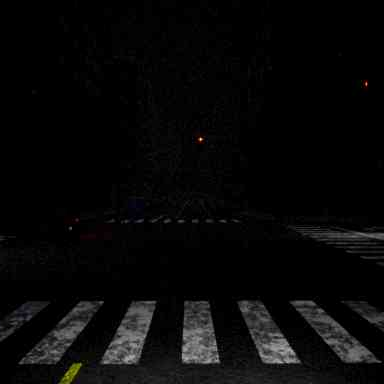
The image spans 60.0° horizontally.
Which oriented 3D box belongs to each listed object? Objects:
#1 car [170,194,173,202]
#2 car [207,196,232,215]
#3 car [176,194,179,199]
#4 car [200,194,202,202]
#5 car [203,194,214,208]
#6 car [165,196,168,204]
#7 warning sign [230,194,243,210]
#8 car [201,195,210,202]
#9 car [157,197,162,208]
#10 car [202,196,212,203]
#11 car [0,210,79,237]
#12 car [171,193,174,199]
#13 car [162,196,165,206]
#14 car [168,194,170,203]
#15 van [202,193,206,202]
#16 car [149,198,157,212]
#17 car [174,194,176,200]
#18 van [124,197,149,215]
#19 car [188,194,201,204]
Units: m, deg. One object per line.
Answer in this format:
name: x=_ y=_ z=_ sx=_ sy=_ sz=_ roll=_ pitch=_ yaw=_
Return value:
car: x=-5.520 y=1.582 z=67.428 sx=1.947 sy=1.339 sz=4.313 roll=0 pitch=0 yaw=0
car: x=2.833 y=1.450 z=33.378 sx=1.967 sy=1.590 sz=4.097 roll=0 pitch=0 yaw=0
car: x=-5.405 y=1.328 z=90.101 sx=2.192 sy=1.841 sz=5.009 roll=0 pitch=0 yaw=0
car: x=2.977 y=1.542 z=61.893 sx=1.752 sy=1.417 sz=4.829 roll=0 pitch=0 yaw=0
car: x=2.890 y=1.454 z=44.716 sx=1.967 sy=1.590 sz=4.097 roll=0 pitch=0 yaw=0
car: x=-5.578 y=1.582 z=56.092 sx=1.947 sy=1.339 sz=4.313 roll=0 pitch=0 yaw=0
warning sign: x=5.264 y=1.127 z=39.360 sx=1.300 sy=1.860 sz=1.060 roll=0 pitch=0 yaw=0
car: x=3.063 y=1.455 z=78.731 sx=1.967 sy=1.590 sz=4.097 roll=0 pitch=0 yaw=0
car: x=-5.635 y=1.579 z=44.755 sx=1.947 sy=1.339 sz=4.313 roll=0 pitch=0 yaw=0
car: x=3.005 y=1.567 z=67.393 sx=2.008 sy=1.369 sz=4.403 roll=0 pitch=0 yaw=0
car: x=-8.530 y=1.596 z=17.352 sx=4.718 sy=1.301 sz=1.895 roll=0 pitch=0 yaw=0
car: x=-5.491 y=1.560 z=73.096 sx=1.887 sy=1.381 sz=4.507 roll=0 pitch=0 yaw=0
car: x=-5.607 y=1.597 z=50.424 sx=1.802 sy=1.307 sz=4.206 roll=0 pitch=0 yaw=0
car: x=-5.550 y=1.542 z=61.590 sx=1.752 sy=1.417 sz=4.829 roll=0 pitch=0 yaw=0
van: x=2.947 y=1.357 z=56.054 sx=1.690 sy=1.788 sz=3.998 roll=0 pitch=0 yaw=0
car: x=-5.664 y=1.452 z=39.087 sx=1.967 sy=1.590 sz=4.097 roll=0 pitch=0 yaw=0
car: x=-5.464 y=1.540 z=78.594 sx=1.752 sy=1.417 sz=4.829 roll=0 pitch=0 yaw=0
van: x=-5.693 y=1.351 z=33.419 sx=1.690 sy=1.788 sz=3.998 roll=0 pitch=0 yaw=0
car: x=0.321 y=1.580 z=63.750 sx=1.994 sy=1.385 sz=4.181 roll=0 pitch=0 yaw=0
